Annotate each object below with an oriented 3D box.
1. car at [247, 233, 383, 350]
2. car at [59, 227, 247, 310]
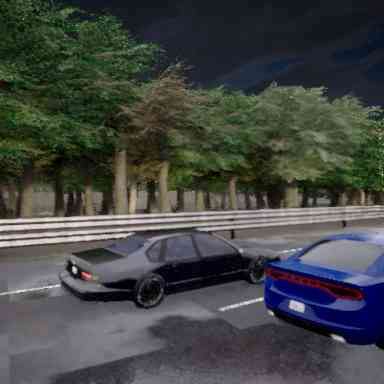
[{"bbox_3d":[3.548,1.516,6.285,5.008,1.535,1.882,0,0,-35],"label":"car"},{"bbox_3d":[-0.219,1.574,7.899,5.357,1.411,2.033,0,0,-35],"label":"car"}]
